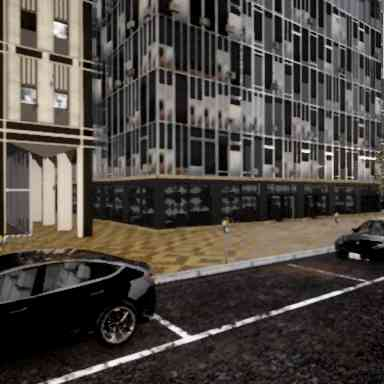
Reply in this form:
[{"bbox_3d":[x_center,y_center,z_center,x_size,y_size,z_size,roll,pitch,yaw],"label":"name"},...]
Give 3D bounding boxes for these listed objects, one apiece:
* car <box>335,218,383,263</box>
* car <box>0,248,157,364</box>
[{"bbox_3d":[6.704,1.568,11.351,4.313,1.339,1.947,0,0,-36],"label":"car"},{"bbox_3d":[-2.562,1.566,4.736,4.313,1.339,1.947,0,0,-36],"label":"car"}]
